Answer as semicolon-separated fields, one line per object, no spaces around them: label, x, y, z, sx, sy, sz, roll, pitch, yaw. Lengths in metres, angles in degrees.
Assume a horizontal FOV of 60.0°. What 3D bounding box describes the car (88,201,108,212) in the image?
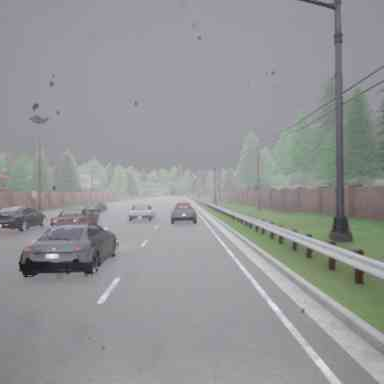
car;-11.578;1.822;40.176;1.994;1.385;4.181;-1;0;-2

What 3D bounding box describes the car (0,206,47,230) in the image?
car;-11.006;1.696;21.385;1.837;1.490;4.892;-1;0;-2

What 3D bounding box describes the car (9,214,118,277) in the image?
car;-3.675;1.639;10.606;1.994;1.385;4.181;-1;0;-2

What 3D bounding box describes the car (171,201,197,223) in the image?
car;-0.655;1.656;26.362;1.994;1.385;4.181;-1;0;-2

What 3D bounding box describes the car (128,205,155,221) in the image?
car;-4.226;1.740;28.718;1.895;1.301;4.718;-1;0;-2

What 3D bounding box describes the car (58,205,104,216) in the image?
car;-7.524;1.756;21.989;1.895;1.301;4.718;-1;0;-2

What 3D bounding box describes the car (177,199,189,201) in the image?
car;-1.156;1.628;42.817;1.882;1.535;5.008;-1;0;-2
